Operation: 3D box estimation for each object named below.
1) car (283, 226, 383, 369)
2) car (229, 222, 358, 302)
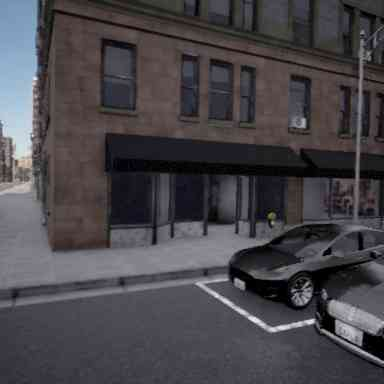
[{"bbox_3d":[4.058,1.399,4.946,4.902,1.511,2.128,0,2,-25],"label":"car"},{"bbox_3d":[2.876,1.376,7.194,4.313,1.339,1.947,0,2,-25],"label":"car"}]
